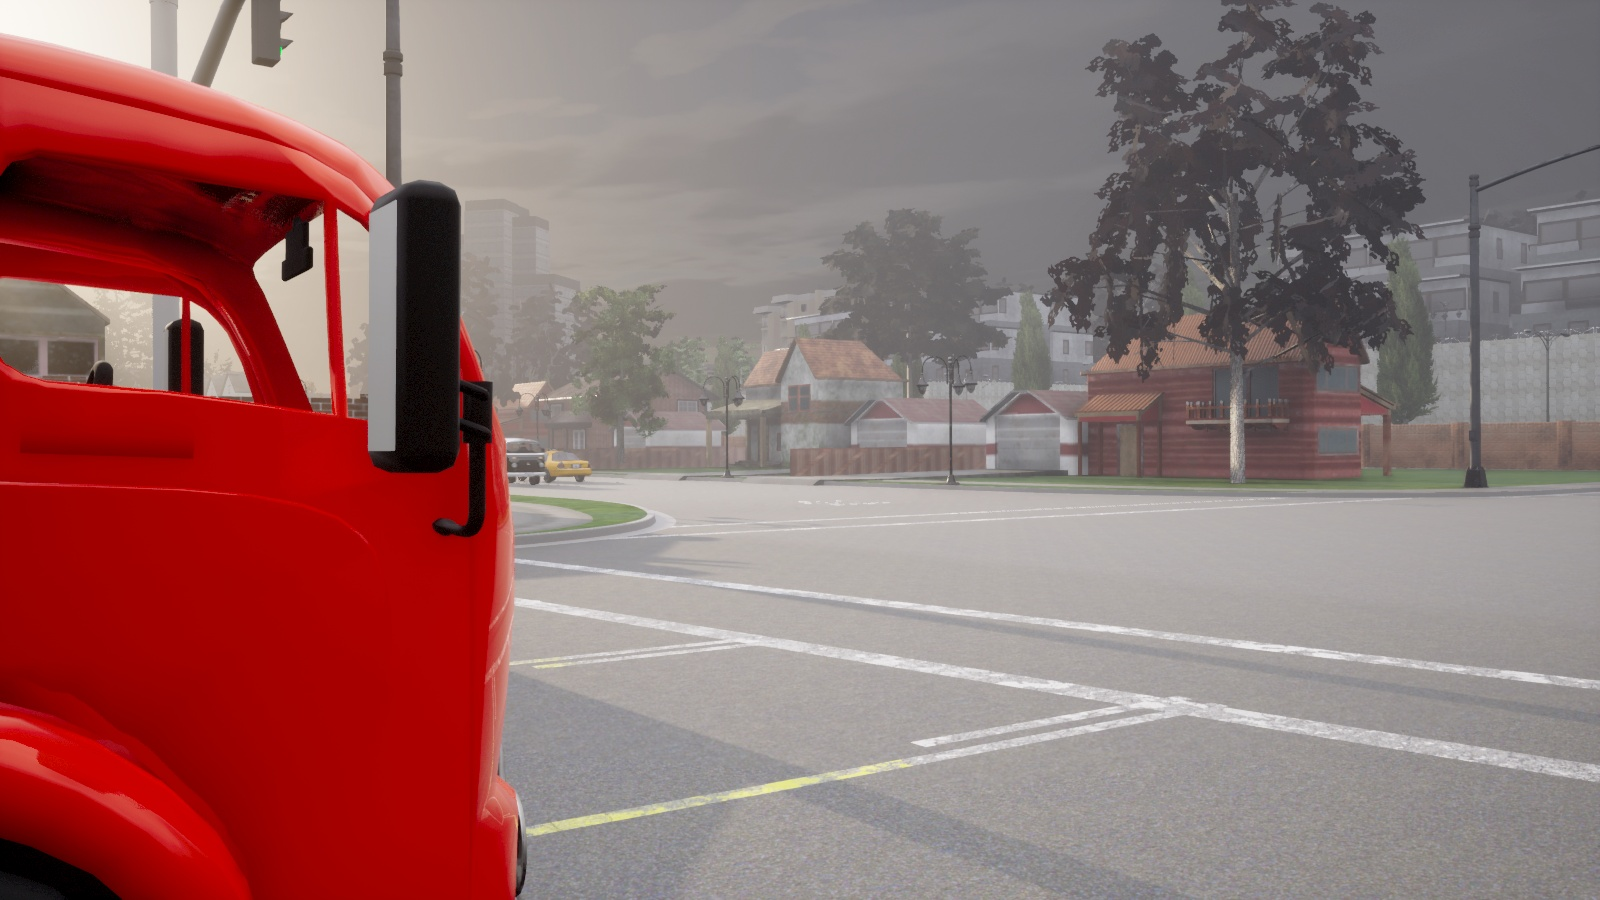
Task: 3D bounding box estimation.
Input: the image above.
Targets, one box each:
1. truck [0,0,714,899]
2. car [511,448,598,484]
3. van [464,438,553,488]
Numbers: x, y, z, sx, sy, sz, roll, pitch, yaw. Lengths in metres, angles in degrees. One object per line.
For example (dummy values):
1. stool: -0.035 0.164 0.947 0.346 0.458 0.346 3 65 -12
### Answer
1. truck: -3.027 0.263 1.582 5.204 2.467 2.627 0 0 -34
2. car: -11.426 0.728 58.117 1.801 1.575 5.366 -1 0 -36
3. van: -12.507 0.538 53.680 2.069 2.038 4.480 -1 0 -36
